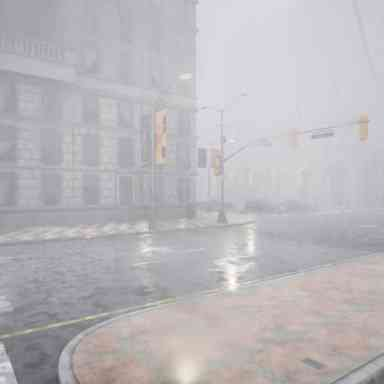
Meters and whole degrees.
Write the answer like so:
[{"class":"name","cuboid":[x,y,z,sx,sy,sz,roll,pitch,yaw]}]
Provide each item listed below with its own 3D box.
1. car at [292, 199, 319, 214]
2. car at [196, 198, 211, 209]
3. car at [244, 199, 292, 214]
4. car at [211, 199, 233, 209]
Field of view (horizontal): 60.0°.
[{"class":"car","cuboid":[11.368,1.525,35.793,1.812,1.442,4.674,0,0,-36]},{"class":"car","cuboid":[-0.070,1.491,45.689,2.128,1.511,4.902,0,0,-36]},{"class":"car","cuboid":[7.584,1.492,34.931,2.128,1.511,4.902,0,0,-34]},{"class":"car","cuboid":[3.649,1.601,46.511,1.895,1.301,4.718,0,0,-36]}]
